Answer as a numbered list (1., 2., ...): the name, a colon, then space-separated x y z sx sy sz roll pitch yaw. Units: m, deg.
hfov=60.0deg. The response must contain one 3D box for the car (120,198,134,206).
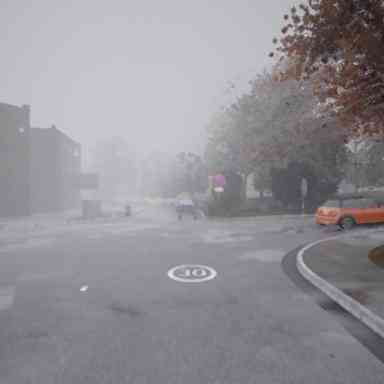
1. car: -11.935 2.064 67.914 2.097 1.535 5.008 -1 0 -41

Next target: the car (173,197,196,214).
1. car: -0.648 1.559 36.140 2.097 1.535 5.008 0 -1 -1

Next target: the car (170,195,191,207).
1. car: -1.007 1.374 42.127 2.435 2.045 5.566 0 -1 -7

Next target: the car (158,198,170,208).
1. car: -3.460 1.786 53.287 2.231 1.521 4.892 0 0 -18

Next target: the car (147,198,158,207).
1. car: -5.665 1.861 58.587 2.097 1.535 5.008 -1 -1 -27

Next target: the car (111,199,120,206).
1. car: -15.761 2.247 72.350 4.892 1.521 2.231 -4 -2 42

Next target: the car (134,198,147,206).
1. car: -8.416 1.932 63.458 2.231 1.521 4.892 -1 -1 -35

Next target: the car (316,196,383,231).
1. car: 9.325 1.012 18.479 4.553 1.767 2.097 -4 2 -12
